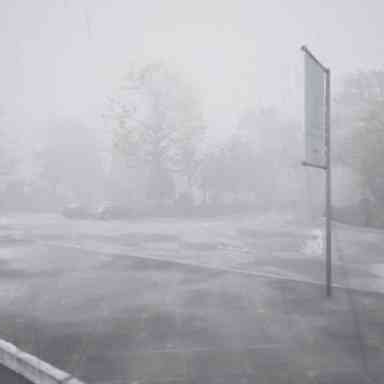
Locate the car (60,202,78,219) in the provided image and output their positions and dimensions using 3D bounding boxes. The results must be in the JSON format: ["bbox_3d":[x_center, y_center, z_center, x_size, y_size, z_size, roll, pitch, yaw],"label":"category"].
[{"bbox_3d":[-9.146,1.568,29.022,2.002,1.452,4.674,0,0,35],"label":"car"}]

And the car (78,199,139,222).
[{"bbox_3d":[-6.523,1.391,27.241,2.185,1.767,4.553,0,0,35],"label":"car"}]
